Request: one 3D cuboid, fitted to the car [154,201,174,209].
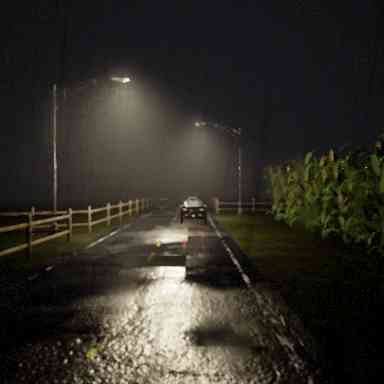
[{"bbox_3d":[-2.751,1.211,33.410,1.994,1.385,4.181,0,0,0],"label":"car"}]

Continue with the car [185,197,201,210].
[{"bbox_3d":[0.103,1.333,41.212,1.812,1.442,4.674,0,0,0],"label":"car"}]

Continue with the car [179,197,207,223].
[{"bbox_3d":[0.099,1.376,24.491,2.128,1.511,4.902,0,0,0],"label":"car"}]
